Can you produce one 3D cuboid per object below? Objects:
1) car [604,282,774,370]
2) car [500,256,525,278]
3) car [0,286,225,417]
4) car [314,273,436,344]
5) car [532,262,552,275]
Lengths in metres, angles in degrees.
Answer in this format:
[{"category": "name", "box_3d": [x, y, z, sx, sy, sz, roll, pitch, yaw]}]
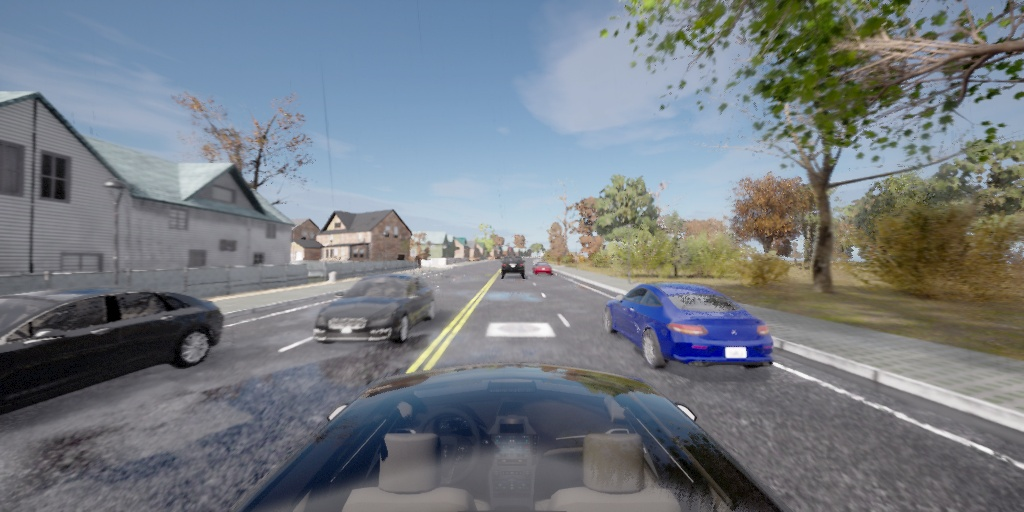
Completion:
[{"category": "car", "box_3d": [3.348, 1.282, 7.662, 1.812, 1.442, 4.674, 0, 0, 0]}, {"category": "car", "box_3d": [0.092, 0.990, 33.977, 2.150, 2.045, 5.566, 0, 0, 0]}, {"category": "car", "box_3d": [-6.598, 1.253, 5.060, 1.837, 1.490, 4.892, 0, 0, 0]}, {"category": "car", "box_3d": [-3.348, 1.258, 9.680, 1.837, 1.490, 4.892, 0, 0, 0]}, {"category": "car", "box_3d": [3.341, 1.337, 40.069, 1.994, 1.385, 4.181, 0, 0, 0]}]
